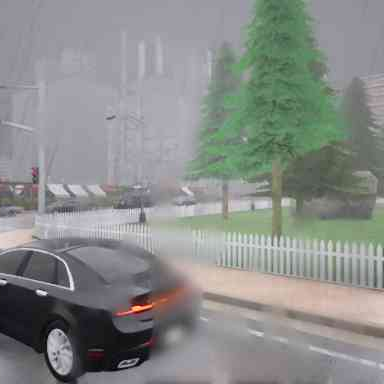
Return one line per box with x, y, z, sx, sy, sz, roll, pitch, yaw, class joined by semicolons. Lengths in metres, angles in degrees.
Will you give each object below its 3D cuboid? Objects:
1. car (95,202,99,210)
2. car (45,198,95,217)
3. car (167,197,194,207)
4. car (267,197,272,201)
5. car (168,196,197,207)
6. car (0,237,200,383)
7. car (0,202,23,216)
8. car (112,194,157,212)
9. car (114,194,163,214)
-12.873;1.493;37.577;1.882;1.535;5.008;0;0;34;car
-12.316;1.505;32.130;2.128;1.511;4.902;0;0;34;car
-1.868;1.520;53.901;1.837;1.490;4.892;0;0;34;car
14.955;1.574;59.824;1.994;1.385;4.181;0;0;34;car
-1.137;1.366;48.738;2.097;1.767;4.553;0;0;34;car
-2.169;1.507;5.475;4.892;1.490;1.837;0;0;36;car
-18.011;1.616;30.046;1.895;1.301;4.718;0;0;36;car
-6.842;1.235;40.277;2.150;2.045;5.566;0;0;34;car
-5.476;1.233;35.658;2.150;2.045;5.566;0;0;34;car
